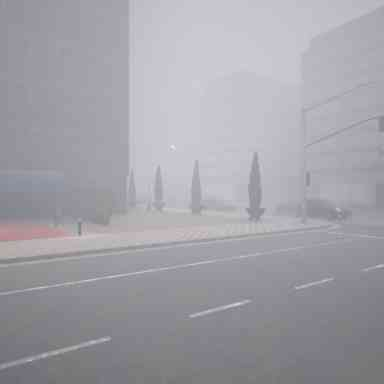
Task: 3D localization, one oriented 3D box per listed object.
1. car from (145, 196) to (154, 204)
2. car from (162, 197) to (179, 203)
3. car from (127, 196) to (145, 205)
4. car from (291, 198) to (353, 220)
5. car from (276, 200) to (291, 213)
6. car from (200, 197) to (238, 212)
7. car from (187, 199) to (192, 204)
[{"bbox_3d":[-8.995,1.478,63.216,1.882,1.535,5.008,0,0,-35],"label":"car"},{"bbox_3d":[-4.736,1.600,69.582,1.895,1.301,4.718,0,0,-34],"label":"car"},{"bbox_3d":[-11.008,1.548,59.960,2.033,1.411,5.357,0,0,-34],"label":"car"},{"bbox_3d":[11.026,1.351,27.805,2.097,1.767,4.553,0,0,-31],"label":"car"},{"bbox_3d":[10.829,1.563,34.690,1.994,1.385,4.181,0,0,-36],"label":"car"},{"bbox_3d":[3.291,1.601,39.346,1.895,1.301,4.718,0,0,-35],"label":"car"},{"bbox_3d":[0.921,1.564,61.417,1.994,1.385,4.181,0,0,-34],"label":"car"}]
